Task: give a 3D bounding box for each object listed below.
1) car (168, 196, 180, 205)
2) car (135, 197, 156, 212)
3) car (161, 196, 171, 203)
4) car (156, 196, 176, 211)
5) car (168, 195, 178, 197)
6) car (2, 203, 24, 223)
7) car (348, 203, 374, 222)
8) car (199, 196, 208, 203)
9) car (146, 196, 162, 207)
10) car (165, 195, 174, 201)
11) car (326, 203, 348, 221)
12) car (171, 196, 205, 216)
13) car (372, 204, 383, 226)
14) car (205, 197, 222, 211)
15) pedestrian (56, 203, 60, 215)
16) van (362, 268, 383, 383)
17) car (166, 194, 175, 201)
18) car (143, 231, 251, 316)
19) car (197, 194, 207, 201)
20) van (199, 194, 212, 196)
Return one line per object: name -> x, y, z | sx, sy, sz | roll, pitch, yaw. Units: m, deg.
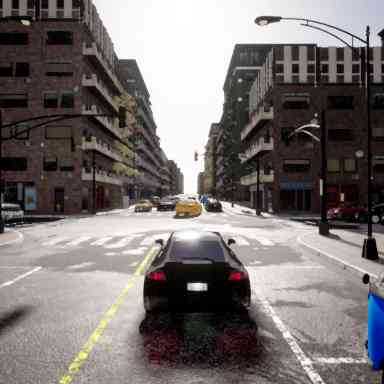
car -> -3.178, 1.500, 60.028 | 1.882, 1.535, 5.008 | 0, 0, 0
car -> -5.748, 1.539, 39.769 | 1.752, 1.417, 4.829 | 1, 0, 0
car -> -5.810, 1.575, 73.795 | 1.887, 1.381, 4.507 | 1, 0, 0
car -> -3.173, 1.578, 40.934 | 1.994, 1.385, 4.181 | 0, 0, 0
car -> -3.186, 1.495, 49.651 | 1.882, 1.535, 5.008 | 0, 0, 0
car -> -14.505, 1.128, 22.571 | 5.566, 2.045, 2.150 | 0, -1, 2
car -> 15.063, 1.634, 25.552 | 4.892, 1.490, 1.837 | 0, -1, 0
car -> 2.569, 1.612, 73.810 | 1.802, 1.307, 4.206 | 1, 0, 0
car -> -5.768, 1.459, 51.225 | 1.967, 1.590, 4.097 | 1, 0, 0
car -> -5.831, 1.587, 85.080 | 2.008, 1.369, 4.403 | 1, 0, 0
car -> 13.591, 1.608, 28.160 | 4.097, 1.590, 1.967 | 0, -1, 1
car -> -0.292, 1.489, 33.055 | 1.882, 1.535, 5.008 | 1, 0, 11
car -> 13.503, 1.583, 19.778 | 4.313, 1.339, 1.947 | 0, -1, 1
car -> 2.631, 1.580, 39.955 | 1.947, 1.339, 4.313 | 1, 0, 0
pedestrian -> -12.596, 1.597, 31.362 | 0.500, 1.100, 0.500 | 0, -1, 1
van -> 2.670, 1.342, 2.008 | 1.690, 1.788, 3.998 | 1, 0, 0
car -> -5.839, 1.480, 90.724 | 1.967, 1.590, 4.097 | 1, 0, 0
car -> 0.087, 1.566, 7.610 | 1.994, 1.385, 4.181 | 0, 0, 0
car -> 2.553, 1.352, 85.095 | 2.192, 1.841, 5.009 | 1, 0, 0
van -> 2.604, 1.362, 56.882 | 1.690, 1.788, 3.998 | 1, 0, 0
